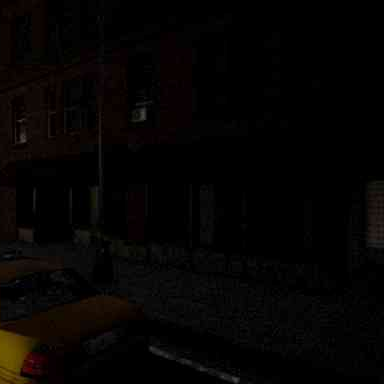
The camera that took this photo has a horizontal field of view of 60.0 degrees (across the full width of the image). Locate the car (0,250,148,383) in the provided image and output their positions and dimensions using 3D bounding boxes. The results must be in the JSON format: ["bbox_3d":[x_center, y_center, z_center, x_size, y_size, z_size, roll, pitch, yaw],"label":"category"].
[{"bbox_3d":[-2.810,1.527,4.815,4.829,1.417,1.752,0,0,36],"label":"car"}]
